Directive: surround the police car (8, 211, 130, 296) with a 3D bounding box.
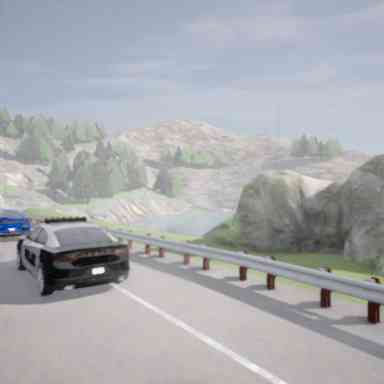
[{"bbox_3d":[-3.523,1.500,9.193,1.930,1.638,5.238,0,0,-36],"label":"police car"}]

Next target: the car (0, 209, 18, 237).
[{"bbox_3d":[-10.130,1.656,17.765,1.882,1.535,5.008,0,0,-39],"label":"car"}]
